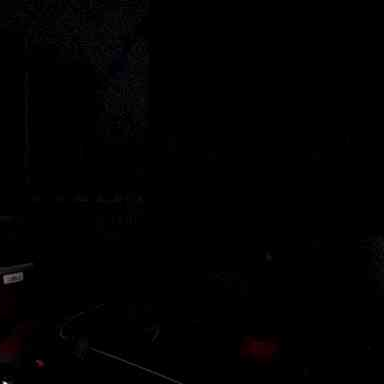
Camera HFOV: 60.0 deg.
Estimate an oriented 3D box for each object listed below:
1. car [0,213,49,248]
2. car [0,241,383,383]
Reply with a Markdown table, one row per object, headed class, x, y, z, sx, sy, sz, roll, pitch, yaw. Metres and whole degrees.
| class | x | y | z | sx | sy | sz | roll | pitch | yaw |
| --- | --- | --- | --- | --- | --- | --- | --- | --- | --- |
| car | -4.500 | 1.315 | 6.156 | 5.009 | 1.841 | 2.192 | 0 | 0 | 35 |
| car | -0.066 | 1.440 | 3.007 | 4.097 | 1.590 | 1.967 | 0 | 0 | 35 |
